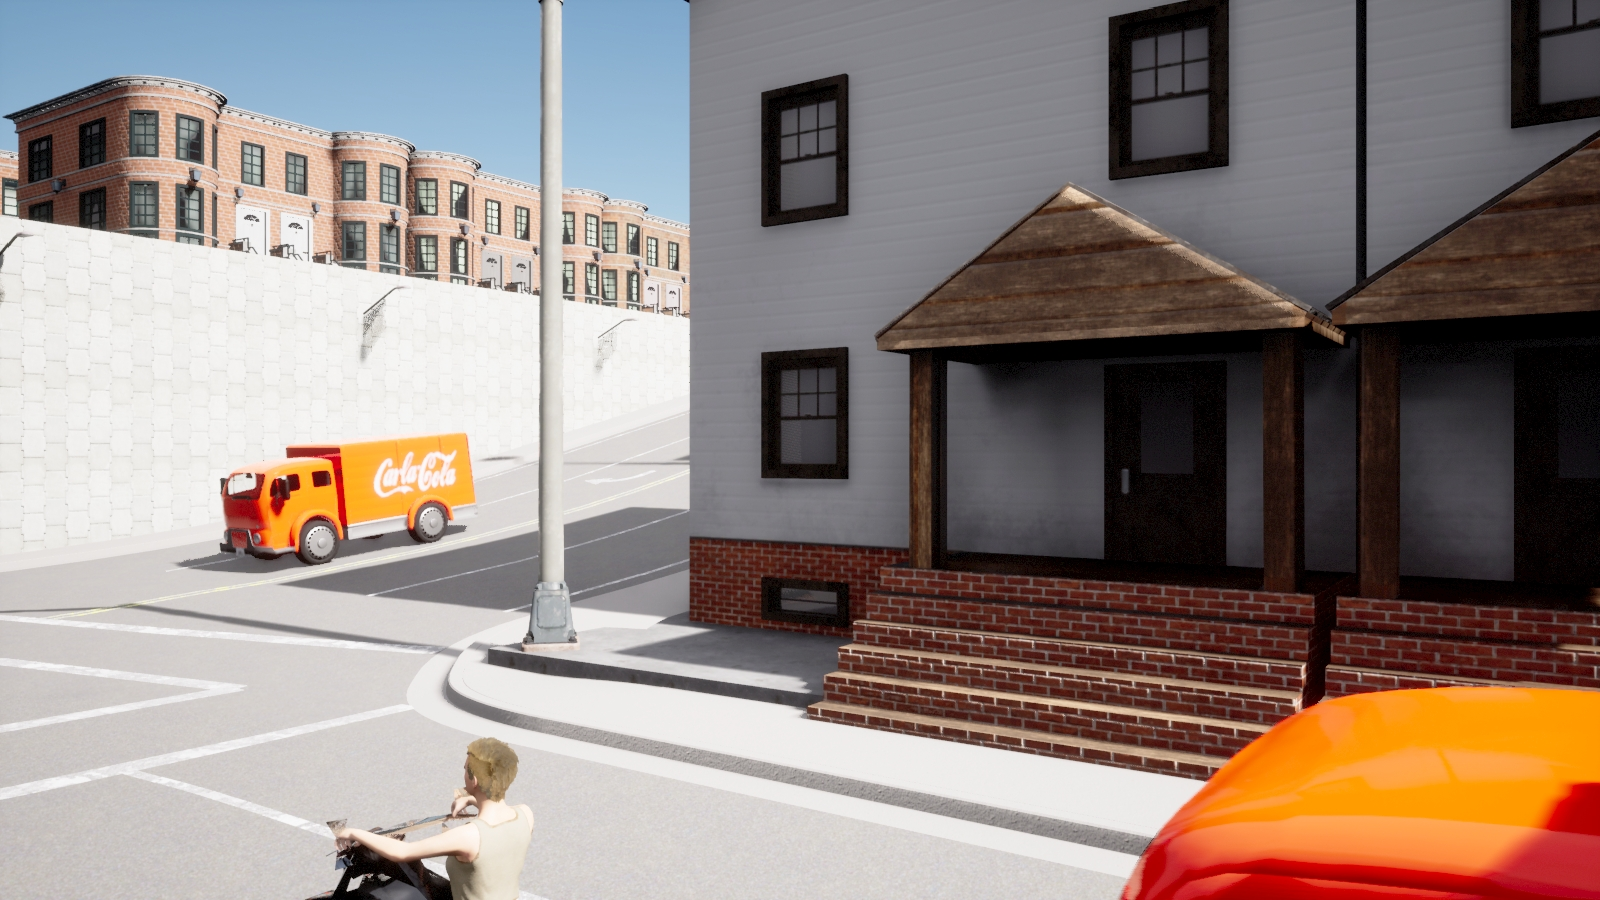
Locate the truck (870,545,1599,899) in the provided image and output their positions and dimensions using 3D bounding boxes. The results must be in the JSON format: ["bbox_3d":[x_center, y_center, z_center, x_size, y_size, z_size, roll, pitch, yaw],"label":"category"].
[{"bbox_3d":[3.024,1.560,1.666,5.204,2.467,2.627,-1,0,35],"label":"truck"}]

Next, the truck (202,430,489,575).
[{"bbox_3d":[-9.984,1.011,25.583,2.627,2.467,5.204,0,6,35],"label":"truck"}]
